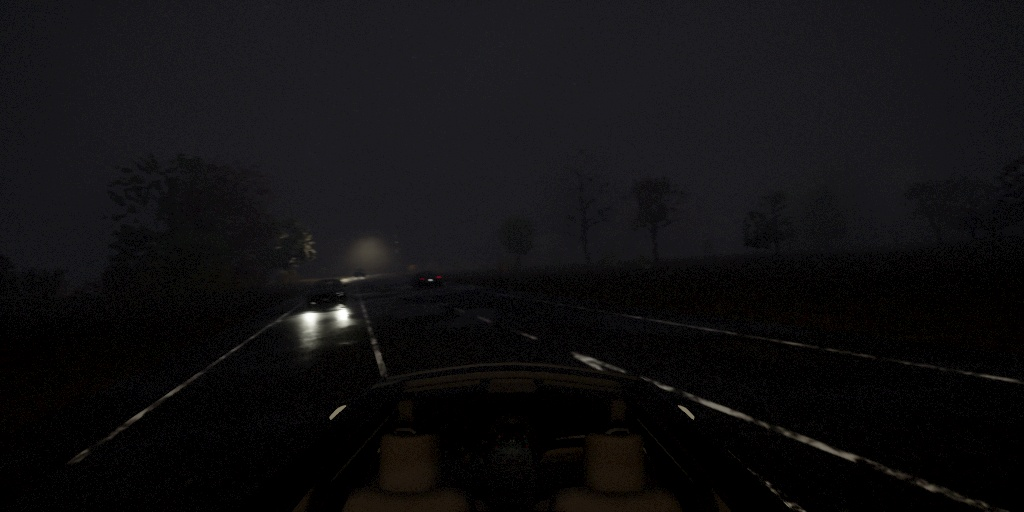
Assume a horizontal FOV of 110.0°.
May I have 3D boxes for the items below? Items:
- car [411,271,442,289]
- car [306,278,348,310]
[{"bbox_3d":[-7.360,1.977,30.546,1.994,1.385,4.181,-4,0,-24],"label":"car"},{"bbox_3d":[-10.719,2.091,20.939,1.882,1.535,5.008,-4,0,-24],"label":"car"}]
